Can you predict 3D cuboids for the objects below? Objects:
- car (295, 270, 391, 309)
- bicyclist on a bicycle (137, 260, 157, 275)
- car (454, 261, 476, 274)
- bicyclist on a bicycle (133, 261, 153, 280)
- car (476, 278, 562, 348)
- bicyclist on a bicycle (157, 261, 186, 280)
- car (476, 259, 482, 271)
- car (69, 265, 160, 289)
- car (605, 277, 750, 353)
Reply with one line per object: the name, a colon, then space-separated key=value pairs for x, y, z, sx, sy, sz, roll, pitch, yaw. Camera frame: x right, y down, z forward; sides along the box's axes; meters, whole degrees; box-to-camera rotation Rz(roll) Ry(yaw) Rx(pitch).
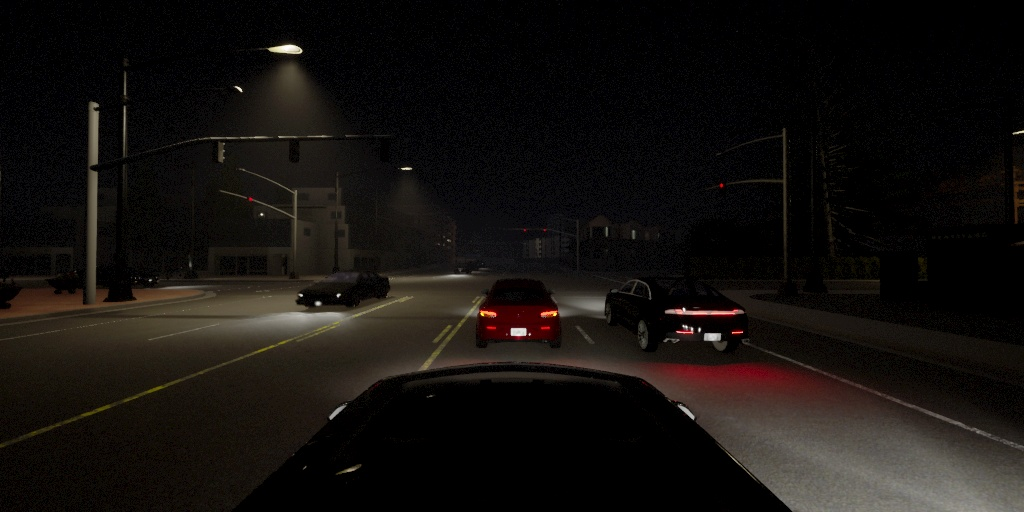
car: x=-6.923 y=1.331 z=15.508 sx=2.033 sy=1.411 sz=5.357 roll=0 pitch=0 yaw=1
bicyclist on a bicycle: x=-31.225 y=1.168 z=31.227 sx=1.656 sy=1.620 sz=0.582 roll=19 pitch=7 yaw=-24
car: x=-6.506 y=1.590 z=47.829 sx=2.128 sy=1.511 sz=4.902 roll=0 pitch=0 yaw=1
bicyclist on a bicycle: x=-32.647 y=1.244 z=31.742 sx=1.656 sy=1.620 sz=0.582 roll=0 pitch=0 yaw=19
car: x=0.166 y=1.288 z=9.128 sx=1.812 sy=1.442 sz=4.674 roll=0 pitch=0 yaw=1
bicyclist on a bicycle: x=-29.282 y=1.231 z=31.021 sx=1.656 sy=1.620 sz=0.582 roll=1 pitch=-1 yaw=-22
car: x=-6.374 y=1.644 z=57.166 sx=1.837 sy=1.490 sz=4.892 roll=0 pitch=0 yaw=1
car: x=-25.852 y=1.332 z=23.285 sx=4.892 sy=1.490 sz=1.837 roll=0 pitch=-1 yaw=1
car: x=3.657 y=1.250 z=8.882 sx=2.128 sy=1.511 sz=4.902 roll=0 pitch=0 yaw=1
